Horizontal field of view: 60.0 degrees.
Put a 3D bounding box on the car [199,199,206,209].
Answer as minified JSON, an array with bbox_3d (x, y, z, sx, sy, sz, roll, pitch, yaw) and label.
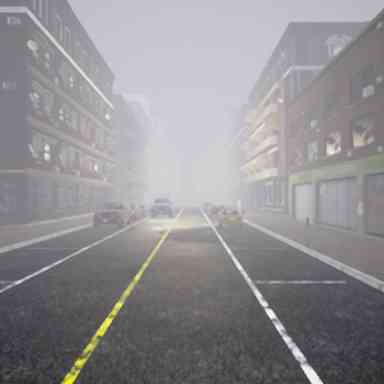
[{"bbox_3d":[2.687,2.177,58.201,2.008,1.369,4.403,0,-1,0],"label":"car"}]

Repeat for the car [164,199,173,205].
[{"bbox_3d":[-5.697,2.416,80.748,2.008,1.369,4.403,0,-1,0],"label":"car"}]

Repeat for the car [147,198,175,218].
[{"bbox_3d":[-3.002,1.598,34.612,2.150,2.045,5.566,0,-1,0],"label":"car"}]

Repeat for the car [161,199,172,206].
[{"bbox_3d":[-5.696,2.357,75.111,2.008,1.369,4.403,0,-1,0],"label":"car"}]

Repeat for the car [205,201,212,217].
[{"bbox_3d":[2.688,1.930,35.658,1.887,1.381,4.507,0,-1,0],"label":"car"}]

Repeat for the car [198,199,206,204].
[{"bbox_3d":[2.684,2.491,86.380,1.947,1.339,4.313,0,-1,0],"label":"car"}]

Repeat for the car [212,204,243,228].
[{"bbox_3d":[2.690,1.792,24.556,1.752,1.417,4.829,0,-1,0],"label":"car"}]

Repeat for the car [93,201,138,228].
[{"bbox_3d":[-5.690,1.580,24.392,2.192,1.841,5.009,0,-1,0],"label":"car"}]

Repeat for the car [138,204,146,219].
[{"bbox_3d":[-5.691,1.766,30.025,1.967,1.590,4.097,0,-1,0],"label":"car"}]

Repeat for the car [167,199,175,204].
[{"bbox_3d":[-5.698,2.529,92.020,1.887,1.381,4.507,0,-1,0],"label":"car"}]
